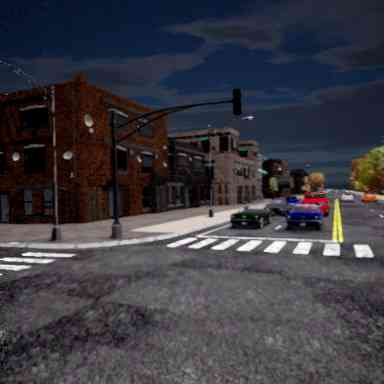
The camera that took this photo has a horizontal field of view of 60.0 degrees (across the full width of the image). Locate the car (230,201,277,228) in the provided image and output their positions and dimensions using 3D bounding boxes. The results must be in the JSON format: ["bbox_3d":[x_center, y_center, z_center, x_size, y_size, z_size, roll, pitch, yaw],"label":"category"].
[{"bbox_3d":[3.902,1.499,21.412,1.895,1.301,4.718,-1,0,23],"label":"car"}]

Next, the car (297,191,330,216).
[{"bbox_3d":[10.806,0.972,29.196,2.150,2.045,5.566,-1,0,23],"label":"car"}]

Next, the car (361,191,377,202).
[{"bbox_3d":[28.962,0.712,54.476,2.097,1.767,4.553,-1,0,23],"label":"car"}]

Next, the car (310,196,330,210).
[{"bbox_3d":[14.832,1.225,38.407,1.994,1.385,4.181,-1,0,24],"label":"car"}]

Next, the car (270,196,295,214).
[{"bbox_3d":[7.792,1.358,30.391,2.033,1.411,5.357,-1,0,23],"label":"car"}]

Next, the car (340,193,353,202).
[{"bbox_3d":[26.033,0.943,55.879,1.812,1.442,4.674,-1,0,23],"label":"car"}]

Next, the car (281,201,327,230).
[{"bbox_3d":[6.883,1.440,20.121,1.895,1.301,4.718,-1,0,23],"label":"car"}]

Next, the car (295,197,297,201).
[{"bbox_3d":[11.803,1.246,39.592,1.812,1.442,4.674,-1,0,24],"label":"car"}]
